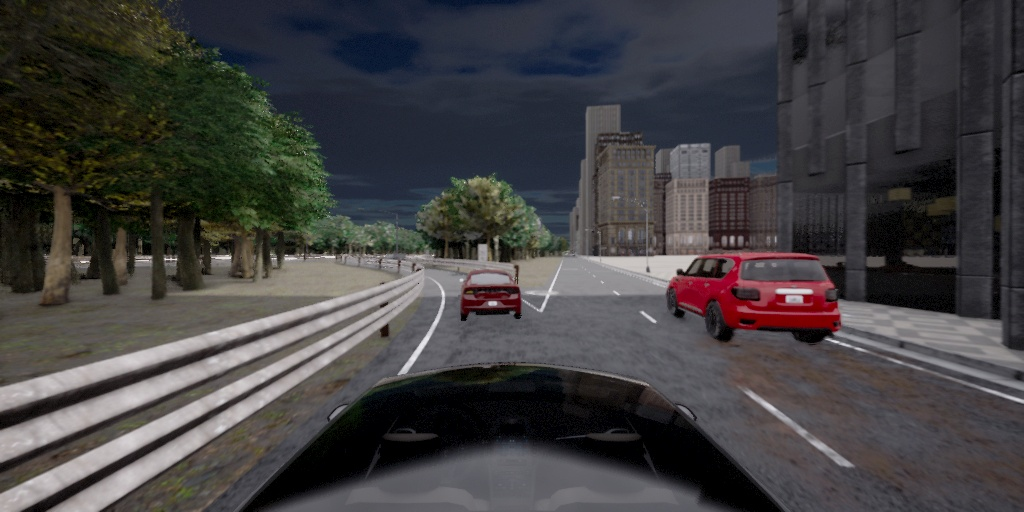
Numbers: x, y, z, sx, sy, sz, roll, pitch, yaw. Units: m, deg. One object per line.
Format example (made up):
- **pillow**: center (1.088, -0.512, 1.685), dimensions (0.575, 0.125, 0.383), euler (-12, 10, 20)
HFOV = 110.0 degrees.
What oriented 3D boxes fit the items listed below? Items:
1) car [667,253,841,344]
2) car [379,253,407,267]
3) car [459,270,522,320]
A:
- **car**: center (5.984, 0.942, 9.750), dimensions (2.150, 2.045, 5.566), euler (0, 0, 9)
- **car**: center (-17.688, 0.618, 53.942), dimensions (2.150, 2.045, 5.566), euler (0, 1, -37)
- **car**: center (-0.859, 1.220, 12.770), dimensions (1.882, 1.535, 5.008), euler (0, 0, -7)
